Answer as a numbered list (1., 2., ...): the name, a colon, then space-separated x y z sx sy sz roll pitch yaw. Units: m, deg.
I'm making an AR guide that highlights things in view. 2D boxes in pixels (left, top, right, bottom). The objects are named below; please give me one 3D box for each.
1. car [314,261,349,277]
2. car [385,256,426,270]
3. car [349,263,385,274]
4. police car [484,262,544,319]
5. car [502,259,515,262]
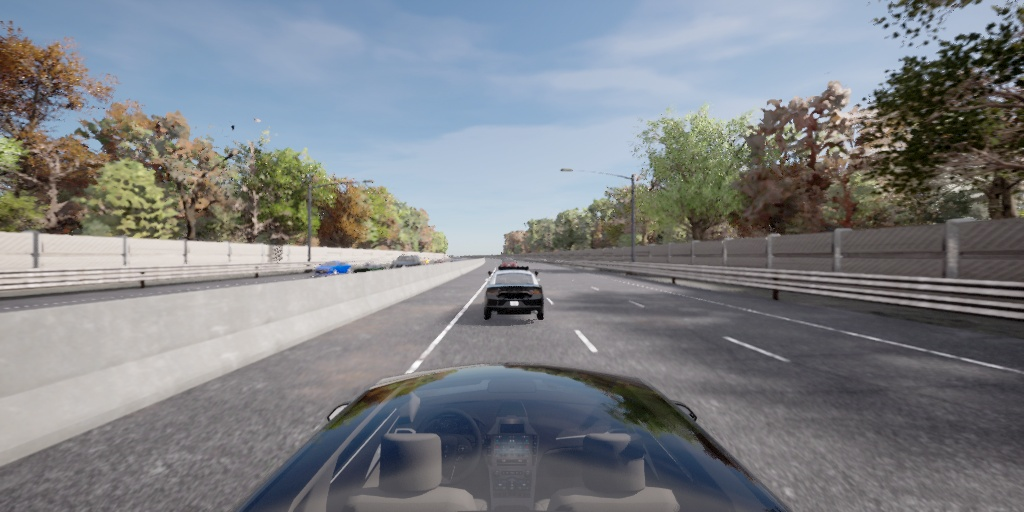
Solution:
1. car: -17.951 1.233 36.203 1.882 1.535 5.008 0 0 -1
2. car: -10.970 0.977 37.428 2.150 2.045 5.566 0 0 -1
3. car: -14.461 1.357 36.762 1.895 1.301 4.718 0 0 -1
4. police car: 0.052 1.178 13.024 1.930 1.638 5.238 0 0 0
5. car: -0.405 1.112 43.109 2.097 1.767 4.553 0 0 -1
